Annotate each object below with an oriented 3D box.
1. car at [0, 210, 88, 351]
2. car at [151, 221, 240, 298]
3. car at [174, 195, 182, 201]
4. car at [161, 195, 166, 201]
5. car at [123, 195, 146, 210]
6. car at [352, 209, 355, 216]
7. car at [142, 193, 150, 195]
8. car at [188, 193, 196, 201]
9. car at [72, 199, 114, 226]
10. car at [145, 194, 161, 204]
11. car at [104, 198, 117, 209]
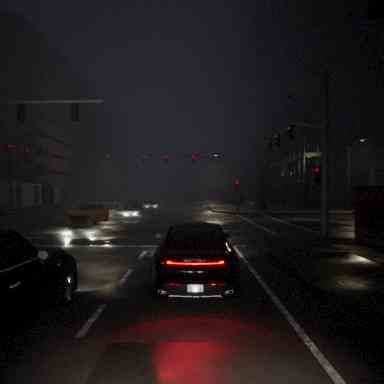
[{"bbox_3d":[-3.445,1.352,5.153,2.097,1.767,4.553,0,0,0],"label":"car"},{"bbox_3d":[0.081,1.505,8.476,1.837,1.490,4.892,0,0,0],"label":"car"},{"bbox_3d":[-3.517,1.553,84.269,1.994,1.385,4.181,0,0,1],"label":"car"},{"bbox_3d":[-7.096,1.412,77.129,2.033,1.411,5.357,0,0,1],"label":"car"},{"bbox_3d":[-7.407,1.491,41.906,2.128,1.511,4.902,0,0,-2],"label":"car"},{"bbox_3d":[15.972,1.656,27.702,4.718,1.301,1.895,0,0,0],"label":"car"},{"bbox_3d":[-10.607,1.154,76.165,2.150,2.045,5.566,0,0,1],"label":"car"},{"bbox_3d":[-0.014,1.225,84.494,2.150,2.045,5.566,0,0,1],"label":"car"},{"bbox_3d":[-7.226,1.502,23.564,1.882,1.535,5.008,0,0,-1],"label":"car"},{"bbox_3d":[-7.340,1.601,61.059,1.895,1.301,4.718,0,0,1],"label":"car"},{"bbox_3d":[-10.968,1.526,43.157,1.812,1.442,4.674,0,0,0],"label":"car"}]
